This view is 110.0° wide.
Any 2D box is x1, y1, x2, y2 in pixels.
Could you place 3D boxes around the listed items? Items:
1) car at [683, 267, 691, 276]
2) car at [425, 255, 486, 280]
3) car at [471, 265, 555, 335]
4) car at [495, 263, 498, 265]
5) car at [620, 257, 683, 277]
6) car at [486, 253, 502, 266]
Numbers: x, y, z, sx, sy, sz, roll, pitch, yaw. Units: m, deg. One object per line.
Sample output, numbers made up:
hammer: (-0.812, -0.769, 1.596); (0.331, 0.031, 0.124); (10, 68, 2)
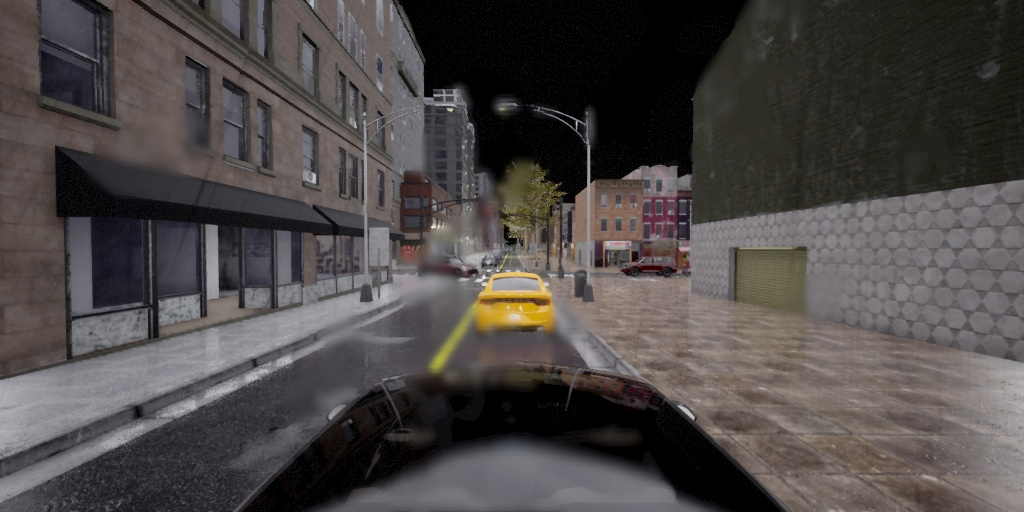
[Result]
car: (18.113, 1.296, 33.418); (4.207, 1.307, 1.802); (0, 0, 0)
car: (-4.757, 0.847, 28.394); (4.553, 1.767, 2.097); (2, 2, 31)
car: (0.098, 1.206, 10.439); (1.882, 1.535, 5.008); (0, 0, 0)
car: (0.073, 1.250, 19.881); (1.895, 1.301, 4.718); (0, 1, 0)
car: (12.711, 0.952, 33.411); (5.009, 1.841, 2.192); (0, 0, 0)
car: (-2.828, 0.613, 45.997); (2.128, 1.511, 4.902); (0, 2, 1)
